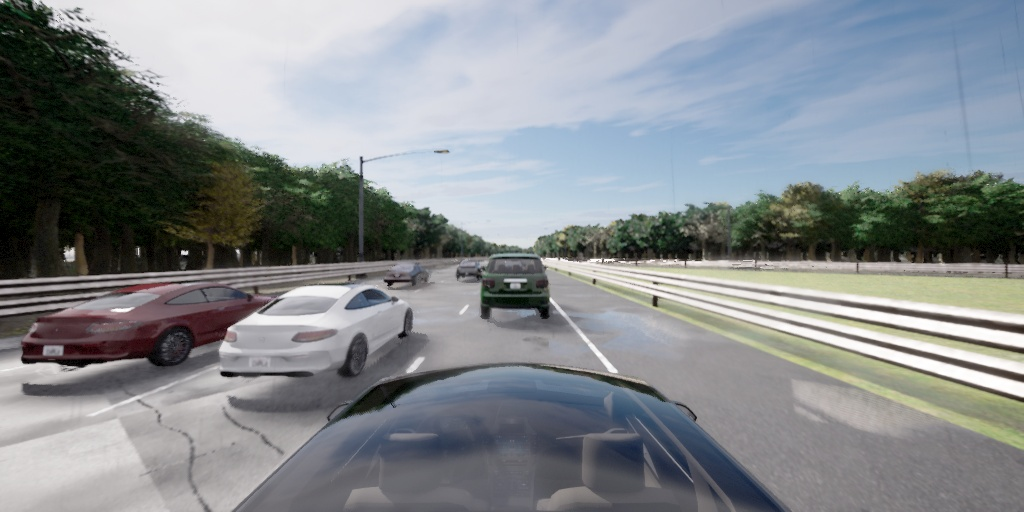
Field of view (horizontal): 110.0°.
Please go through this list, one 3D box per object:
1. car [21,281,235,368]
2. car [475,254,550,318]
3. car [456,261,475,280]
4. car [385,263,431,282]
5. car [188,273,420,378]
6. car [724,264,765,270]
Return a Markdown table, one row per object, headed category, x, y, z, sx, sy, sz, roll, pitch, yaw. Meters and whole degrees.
| category | x | y | z | sx | sy | sz | roll | pitch | yaw |
| --- | --- | --- | --- | --- | --- | --- | --- | --- | --- |
| car | -6.906 | 1.255 | 7.703 | 1.812 | 1.442 | 4.674 | 0 | 0 | 0 |
| car | 0.100 | 0.936 | 12.900 | 2.150 | 2.045 | 5.566 | 0 | 0 | 0 |
| car | -3.395 | 1.150 | 29.454 | 2.128 | 1.511 | 4.902 | 1 | 0 | 0 |
| car | -6.902 | 1.204 | 24.041 | 2.033 | 1.411 | 5.357 | 0 | 0 | 0 |
| car | -3.403 | 1.257 | 7.148 | 1.812 | 1.442 | 4.674 | 0 | 0 | 0 |
| car | 35.377 | 1.402 | 54.467 | 2.033 | 1.411 | 5.357 | 0 | 0 | -32 |
